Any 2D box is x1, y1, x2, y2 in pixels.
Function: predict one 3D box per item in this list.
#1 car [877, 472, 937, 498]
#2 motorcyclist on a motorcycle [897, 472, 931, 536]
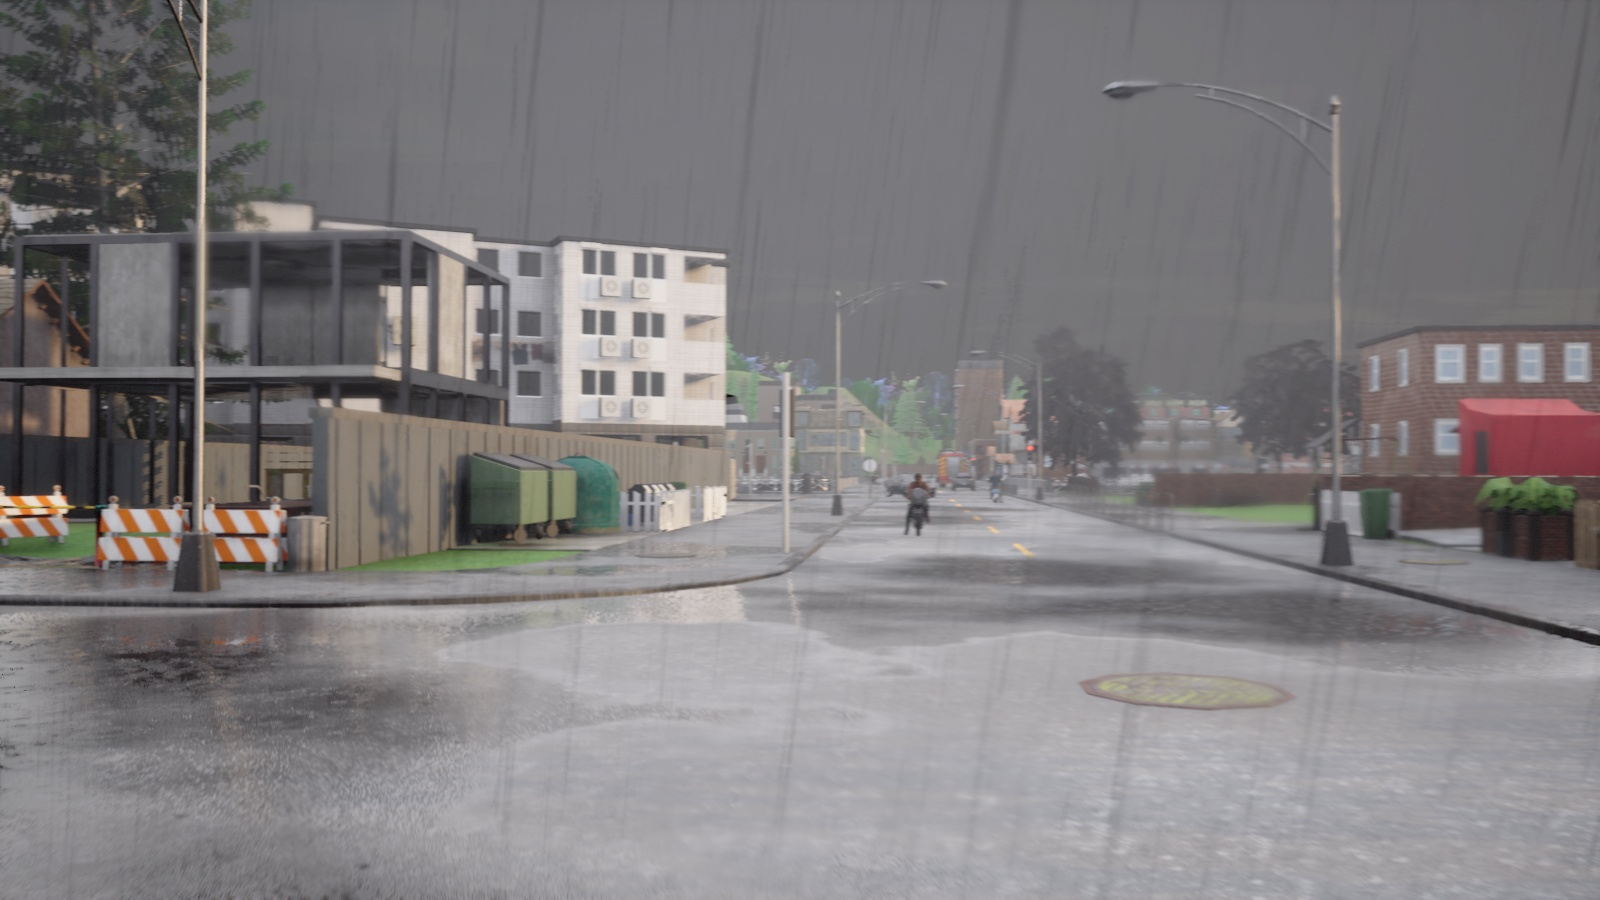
[{"bbox_3d":[6.356,2.044,75.134,2.163,1.488,4.792,0,-1,-14],"label":"car"},{"bbox_3d":[2.783,1.299,30.711,0.797,1.523,2.044,0,-1,5],"label":"motorcyclist on a motorcycle"}]
